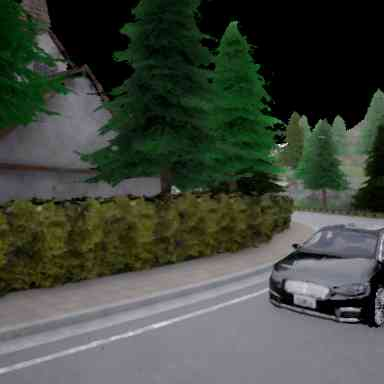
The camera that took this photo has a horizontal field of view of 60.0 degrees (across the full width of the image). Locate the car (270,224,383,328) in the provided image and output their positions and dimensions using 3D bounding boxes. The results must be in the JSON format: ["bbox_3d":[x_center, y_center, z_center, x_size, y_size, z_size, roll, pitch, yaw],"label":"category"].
[{"bbox_3d":[3.479,1.506,7.236,2.128,1.511,4.902,0,0,42],"label":"car"}]
